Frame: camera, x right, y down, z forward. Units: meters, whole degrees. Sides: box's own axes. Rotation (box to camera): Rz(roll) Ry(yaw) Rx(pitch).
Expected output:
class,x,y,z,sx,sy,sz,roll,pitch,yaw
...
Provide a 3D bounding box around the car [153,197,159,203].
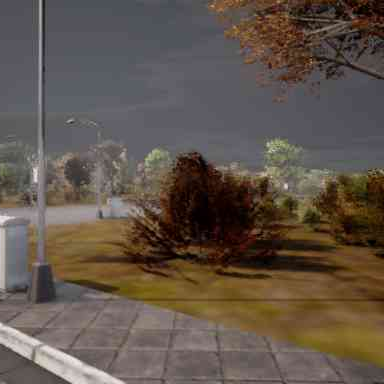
class,x,y,z,sx,sy,sz,roll,pitch,yaw
car,-5.552,1.436,47.384,1.994,1.385,4.181,0,0,33
